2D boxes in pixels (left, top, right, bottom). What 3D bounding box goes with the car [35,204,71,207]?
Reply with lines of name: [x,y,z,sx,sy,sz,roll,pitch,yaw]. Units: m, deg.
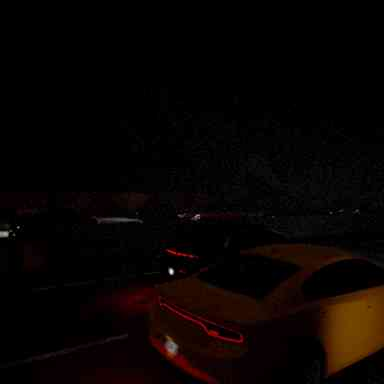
car: [-7.870,1.643,19.837,4.181,1.385,1.994,1,-1,-35]

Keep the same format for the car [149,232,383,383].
car: [1.795,1.545,5.026,5.008,1.535,1.882,1,-1,-35]

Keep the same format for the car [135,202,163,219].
car: [-3.071,1.758,31.771,4.892,1.490,1.837,1,-1,-35]

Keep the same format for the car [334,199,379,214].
car: [16.572,1.872,32.941,4.553,1.767,2.097,1,-1,-35]

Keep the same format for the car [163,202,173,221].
car: [0.561,1.722,25.763,5.008,1.535,1.882,1,-1,-35]

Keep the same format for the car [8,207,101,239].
car: [-6.655,1.627,16.420,4.181,1.385,1.994,1,-1,-35]

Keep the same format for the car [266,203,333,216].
car: [8.946,1.917,27.445,5.357,1.411,2.033,1,-1,-35]

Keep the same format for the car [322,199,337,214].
car: [15.925,1.770,36.895,5.566,2.045,2.150,1,-1,-38]

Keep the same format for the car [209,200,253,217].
car: [4.378,1.751,37.084,4.553,1.767,2.097,1,-1,-35]

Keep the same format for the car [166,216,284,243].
car: [1.492,1.608,9.109,4.892,1.490,1.837,1,0,-35]

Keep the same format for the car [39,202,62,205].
car: [-11.297,1.569,25.973,5.008,1.535,1.882,1,-1,-35]

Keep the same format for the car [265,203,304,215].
car: [11.983,2.098,42.715,5.357,1.411,2.033,1,-1,-38]

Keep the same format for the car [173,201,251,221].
car: [1.408,1.574,22.095,4.553,1.767,2.097,1,-1,-35]

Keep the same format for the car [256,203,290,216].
car: [8.129,1.885,31.161,4.902,1.511,2.128,1,-1,-35]
